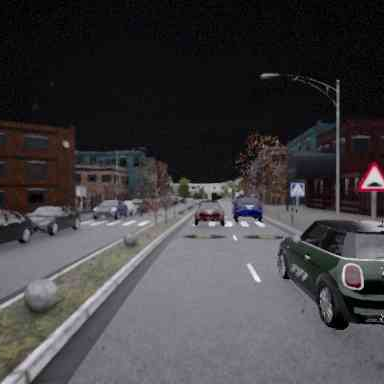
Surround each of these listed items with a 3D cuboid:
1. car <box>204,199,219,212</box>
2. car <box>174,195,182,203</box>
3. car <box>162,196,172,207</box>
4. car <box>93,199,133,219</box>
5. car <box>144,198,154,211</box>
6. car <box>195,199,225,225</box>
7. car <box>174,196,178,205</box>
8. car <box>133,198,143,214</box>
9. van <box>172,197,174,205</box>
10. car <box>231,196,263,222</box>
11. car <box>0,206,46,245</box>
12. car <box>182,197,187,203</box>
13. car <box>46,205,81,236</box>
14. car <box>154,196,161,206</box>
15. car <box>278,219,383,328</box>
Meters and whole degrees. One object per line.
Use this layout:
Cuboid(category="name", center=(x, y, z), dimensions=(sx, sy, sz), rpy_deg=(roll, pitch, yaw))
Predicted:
Cuboid(category="car", center=(2.548, 1.730, 42.881), dimensions=(1.837, 1.490, 4.892), rpy_deg=(0, 0, 4))
Cuboid(category="car", center=(-4.326, 1.758, 73.875), dimensions=(2.435, 2.045, 5.566), rpy_deg=(0, -1, 4))
Cuboid(category="car", center=(-5.397, 1.820, 57.380), dimensions=(2.231, 1.521, 4.892), rpy_deg=(0, -1, 4))
Cuboid(category="car", center=(-7.190, 1.464, 29.733), dimensions=(2.185, 1.767, 4.553), rpy_deg=(0, 0, 4))
Cuboid(category="car", center=(-6.467, 1.547, 40.879), dimensions=(2.185, 1.767, 4.553), rpy_deg=(0, 0, 4))
Cuboid(category="car", center=(1.329, 1.437, 24.885), dimensions=(2.097, 1.767, 4.553), rpy_deg=(0, -1, 4))
Cuboid(category="car", center=(-4.681, 1.981, 68.396), dimensions=(2.002, 1.452, 4.674), rpy_deg=(0, -1, 4))
Cuboid(category="car", center=(-6.834, 1.671, 35.213), dimensions=(2.002, 1.452, 4.674), rpy_deg=(0, 0, 4))
Cuboid(category="van", center=(-5.047, 1.650, 62.768), dimensions=(1.878, 1.987, 4.442), rpy_deg=(0, -1, 4))
Cuboid(category="car", center=(4.513, 1.334, 27.727), dimensions=(2.150, 2.045, 5.566), rpy_deg=(0, 0, 4))
Cuboid(category="car", center=(-8.247, 1.485, 13.305), dimensions=(2.231, 1.521, 4.892), rpy_deg=(0, 0, 4))
Cuboid(category="car", center=(-3.262, 2.260, 90.276), dimensions=(2.163, 1.488, 4.792), rpy_deg=(0, -1, 4))
Cuboid(category="car", center=(-7.899, 1.512, 18.814), dimensions=(2.231, 1.521, 4.892), rpy_deg=(0, 0, 4))
Cuboid(category="car", center=(-6.109, 1.593, 46.388), dimensions=(2.185, 1.767, 4.553), rpy_deg=(0, 0, 4))
Cuboid(category="car", center=(3.310, 1.360, 7.114), dimensions=(2.097, 1.767, 4.553), rpy_deg=(0, 0, 2))
